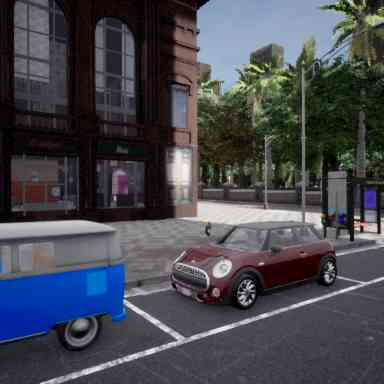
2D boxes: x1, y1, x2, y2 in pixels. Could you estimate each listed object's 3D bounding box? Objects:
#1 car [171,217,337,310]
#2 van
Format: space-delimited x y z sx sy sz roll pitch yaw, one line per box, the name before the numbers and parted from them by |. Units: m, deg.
car | 1.500 1.439 7.723 4.097 1.590 1.967 0 0 -35
van | -2.918 1.341 4.573 3.998 1.788 1.690 0 0 -35
